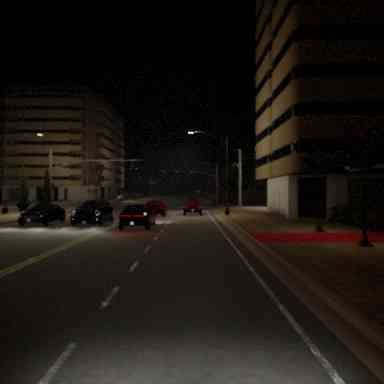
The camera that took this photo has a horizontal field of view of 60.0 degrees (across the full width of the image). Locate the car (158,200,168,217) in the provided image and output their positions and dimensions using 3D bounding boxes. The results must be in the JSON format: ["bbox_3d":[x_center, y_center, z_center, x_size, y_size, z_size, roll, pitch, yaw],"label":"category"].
[{"bbox_3d":[-3.420,1.507,31.649,1.882,1.535,5.008,0,0,0],"label":"car"}]

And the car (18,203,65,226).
[{"bbox_3d":[-10.516,1.558,23.733,1.812,1.442,4.674,0,0,0],"label":"car"}]

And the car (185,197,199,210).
[{"bbox_3d":[0.021,1.521,45.741,1.837,1.490,4.892,0,1,0],"label":"car"}]

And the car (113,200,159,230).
[{"bbox_3d":[-3.413,1.525,21.262,1.837,1.490,4.892,0,0,0],"label":"car"}]

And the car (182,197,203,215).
[{"bbox_3d":[0.065,1.557,34.061,1.812,1.442,4.674,0,0,0],"label":"car"}]

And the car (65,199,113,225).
[{"bbox_3d":[-7.016,1.386,23.806,2.097,1.767,4.553,0,0,0],"label":"car"}]
